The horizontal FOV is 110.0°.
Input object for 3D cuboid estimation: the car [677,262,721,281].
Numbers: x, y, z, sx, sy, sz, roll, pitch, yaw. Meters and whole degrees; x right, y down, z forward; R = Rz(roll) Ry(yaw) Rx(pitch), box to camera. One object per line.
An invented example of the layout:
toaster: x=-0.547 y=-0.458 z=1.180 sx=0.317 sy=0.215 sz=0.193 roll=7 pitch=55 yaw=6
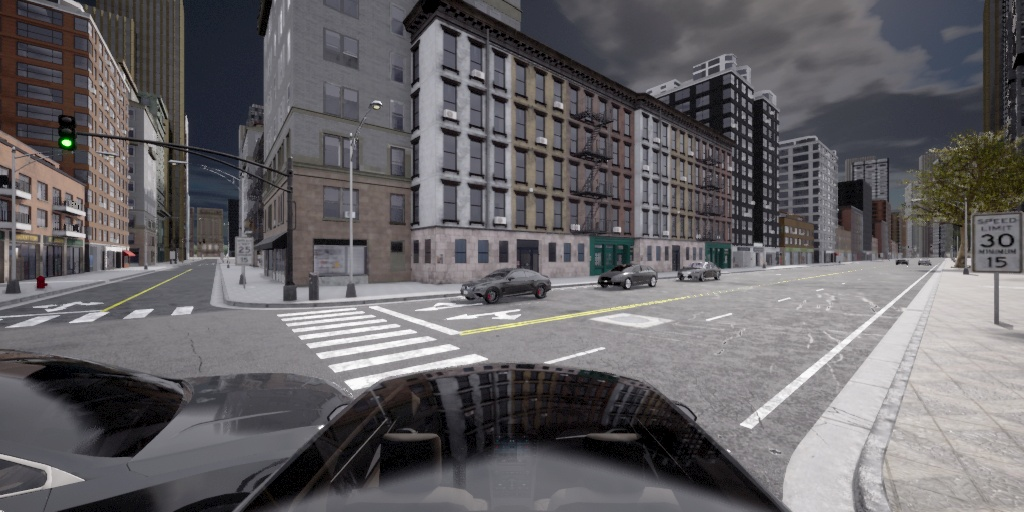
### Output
car: x=15.438 y=1.233 z=29.481 sx=4.902 sy=1.511 sz=2.128 roll=0 pitch=0 yaw=-39

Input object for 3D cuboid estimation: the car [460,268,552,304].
car: x=-0.166 y=1.285 z=16.667 sx=4.674 sy=1.442 sz=1.812 roll=0 pitch=0 yaw=-39

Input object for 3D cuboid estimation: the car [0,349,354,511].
car: x=-3.235 y=1.257 z=1.671 sx=4.892 sy=1.490 sz=1.837 roll=0 pitch=0 yaw=-35

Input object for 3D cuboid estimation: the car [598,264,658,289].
car: x=7.478 y=1.256 z=22.950 sx=4.892 sy=1.490 sz=1.837 roll=0 pitch=0 yaw=-39
